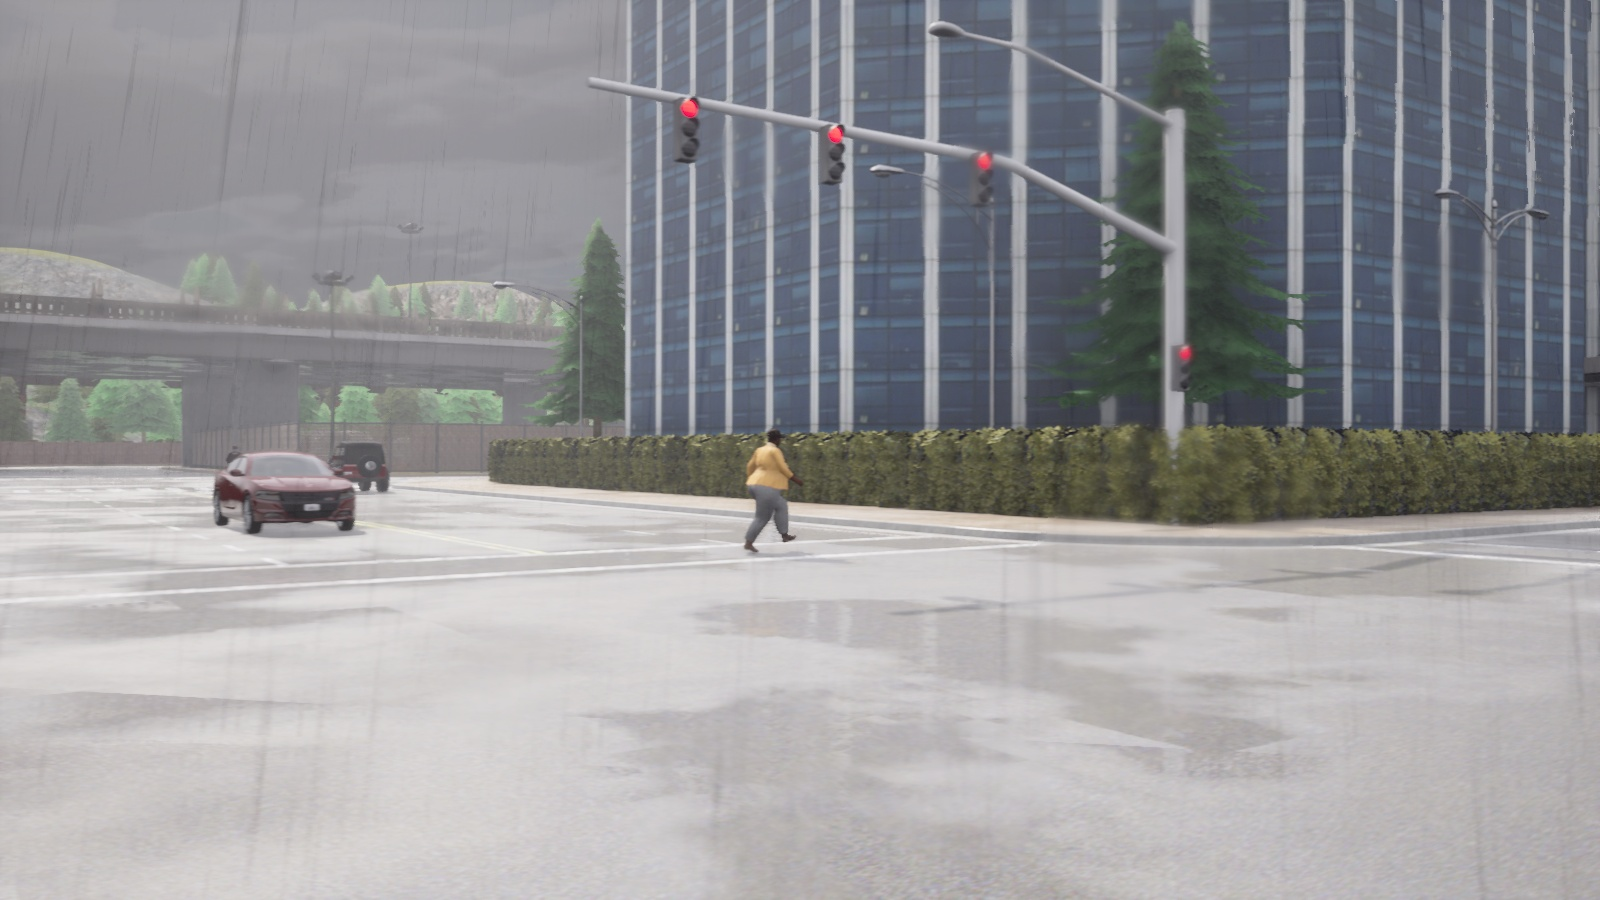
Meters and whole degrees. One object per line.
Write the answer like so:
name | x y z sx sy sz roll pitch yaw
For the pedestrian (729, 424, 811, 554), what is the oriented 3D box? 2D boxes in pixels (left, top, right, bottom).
pedestrian | -0.449 0.559 18.527 0.900 1.855 0.874 0 0 -29

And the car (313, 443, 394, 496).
car | -16.490 0.689 46.267 1.905 1.878 3.866 0 0 -34

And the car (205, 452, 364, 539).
car | -10.204 0.804 24.603 1.882 1.535 5.008 0 0 -34
